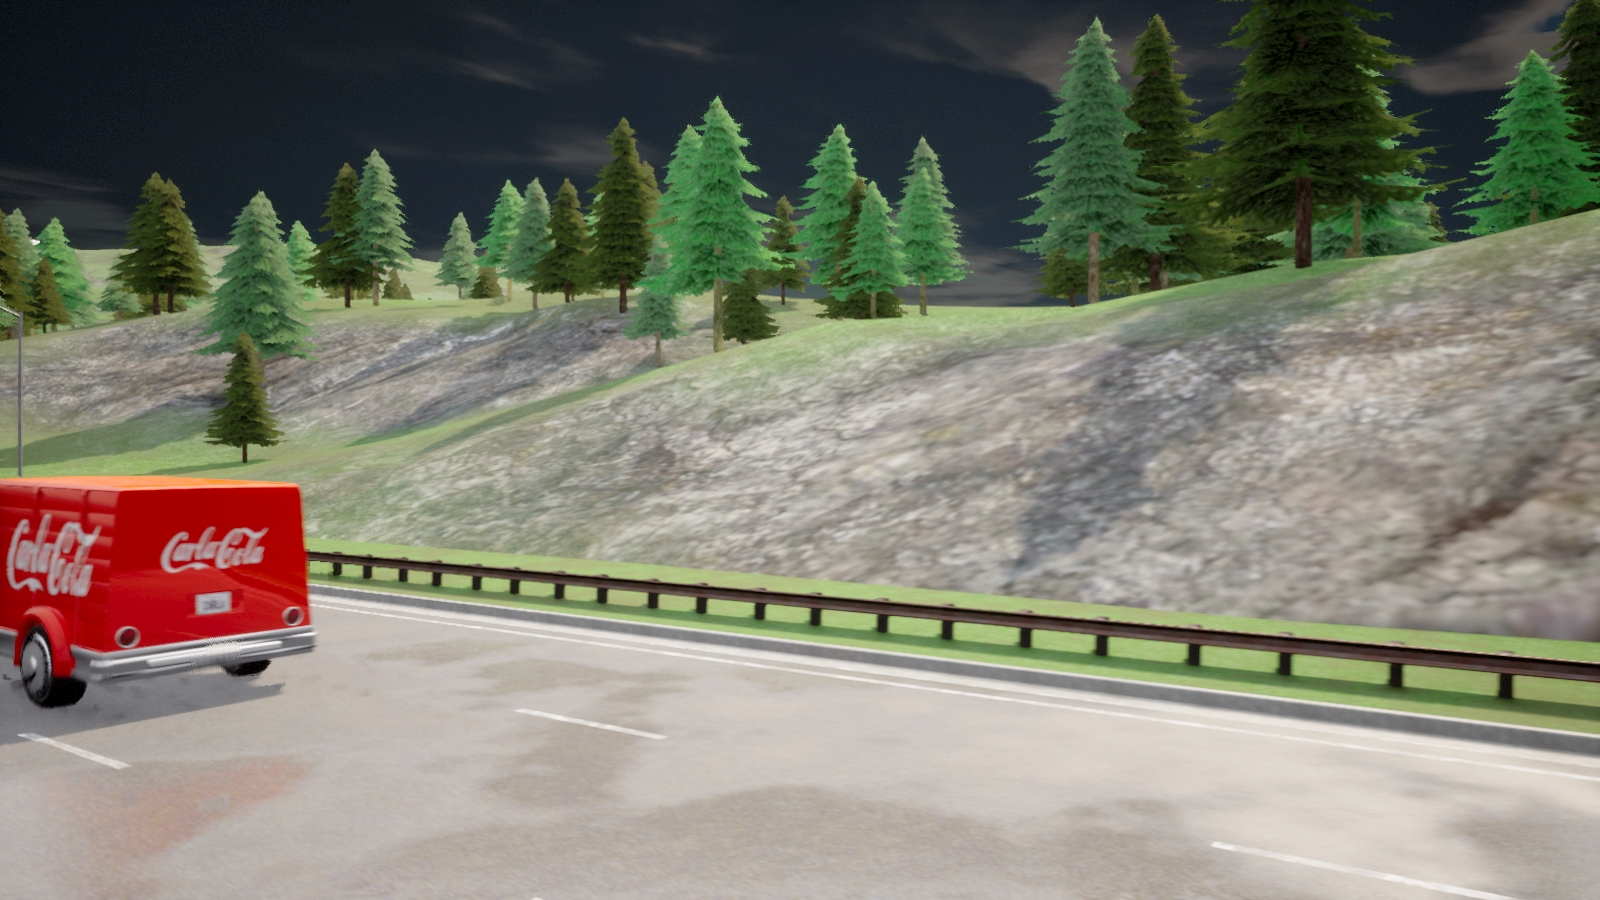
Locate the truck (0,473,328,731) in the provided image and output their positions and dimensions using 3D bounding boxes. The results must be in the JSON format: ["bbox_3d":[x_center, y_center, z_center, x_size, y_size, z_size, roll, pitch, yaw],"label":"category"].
[{"bbox_3d":[-8.508,1.569,14.010,5.204,2.467,2.627,0,0,35],"label":"truck"}]
